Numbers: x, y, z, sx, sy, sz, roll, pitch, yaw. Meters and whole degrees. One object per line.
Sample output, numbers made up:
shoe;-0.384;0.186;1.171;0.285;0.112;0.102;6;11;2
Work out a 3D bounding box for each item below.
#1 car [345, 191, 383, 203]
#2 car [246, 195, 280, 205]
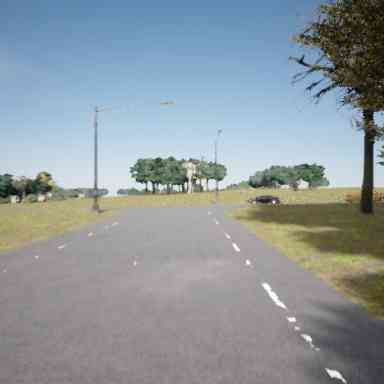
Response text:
car;22.320;0.655;42.751;5.008;1.535;1.882;-1;-2;-1
car;10.569;1.192;49.525;4.892;1.490;1.837;-2;-2;-1
